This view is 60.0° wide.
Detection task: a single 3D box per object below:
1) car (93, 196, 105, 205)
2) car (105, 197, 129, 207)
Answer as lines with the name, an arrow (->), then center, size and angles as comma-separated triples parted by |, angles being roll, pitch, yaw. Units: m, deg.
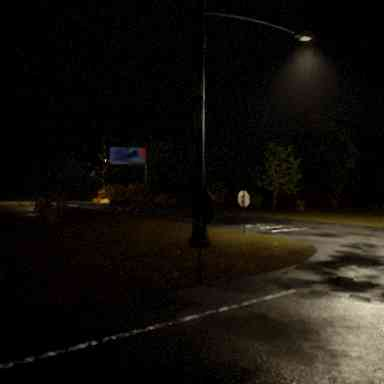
car -> -16.629, 1.512, 60.663 | 1.882, 1.535, 5.008 | 1, 0, -34
car -> -11.843, 1.526, 53.554 | 1.882, 1.535, 5.008 | 1, 0, -33
